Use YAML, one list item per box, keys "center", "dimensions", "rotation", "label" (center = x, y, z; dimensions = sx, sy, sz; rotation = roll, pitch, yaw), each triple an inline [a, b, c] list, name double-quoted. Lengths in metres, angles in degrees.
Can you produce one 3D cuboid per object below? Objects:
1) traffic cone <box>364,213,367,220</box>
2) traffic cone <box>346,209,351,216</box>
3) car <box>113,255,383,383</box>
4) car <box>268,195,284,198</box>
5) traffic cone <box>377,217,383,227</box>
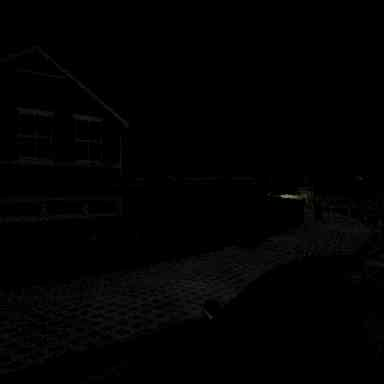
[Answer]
- center: [13.480, 1.900, 25.834]
  dimensions: [0.340, 0.580, 0.340]
  rotation: [0, 0, 14]
  label: "traffic cone"
- center: [14.360, 1.884, 30.463]
  dimensions: [0.340, 0.580, 0.340]
  rotation: [0, 0, 7]
  label: "traffic cone"
- center: [1.390, 1.504, 3.204]
  dimensions: [4.892, 1.490, 1.837]
  rotation: [0, 1, -41]
  label: "car"
- center: [13.809, 1.216, 54.099]
  dimensions: [2.097, 1.767, 4.553]
  rotation: [0, 0, -12]
  label: "car"
- center: [12.073, 1.918, 21.338]
  dimensions: [0.340, 0.580, 0.340]
  rotation: [0, 0, 21]
  label: "traffic cone"
